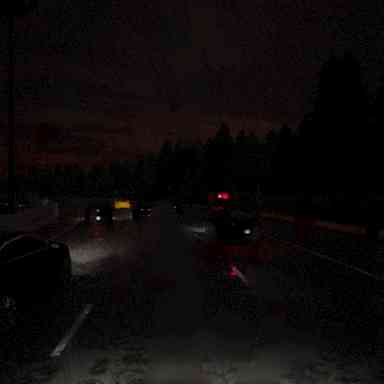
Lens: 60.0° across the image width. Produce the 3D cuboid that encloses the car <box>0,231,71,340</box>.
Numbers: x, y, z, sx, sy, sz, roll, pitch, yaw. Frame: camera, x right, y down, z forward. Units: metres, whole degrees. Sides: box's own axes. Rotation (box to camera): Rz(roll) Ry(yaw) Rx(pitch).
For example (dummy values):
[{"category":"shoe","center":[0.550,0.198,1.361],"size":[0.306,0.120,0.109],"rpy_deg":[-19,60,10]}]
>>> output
[{"category":"car","center":[-3.831,1.494,6.437],"size":[2.128,1.511,4.902],"rpy_deg":[0,0,-4]}]

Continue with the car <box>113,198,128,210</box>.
[{"category":"car","center":[-9.220,1.451,41.898],"size":[1.882,1.535,5.008],"rpy_deg":[0,0,-24]}]

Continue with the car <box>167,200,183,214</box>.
[{"category":"car","center":[-2.494,1.512,34.549],"size":[2.033,1.411,5.357],"rpy_deg":[0,0,-19]}]

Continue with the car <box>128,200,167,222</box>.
[{"category":"car","center":[-3.600,1.470,25.940],"size":[2.128,1.511,4.902],"rpy_deg":[0,0,-14]}]

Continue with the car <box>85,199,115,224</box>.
[{"category":"car","center":[-6.830,1.493,24.542],"size":[1.837,1.490,4.892],"rpy_deg":[0,0,-14]}]

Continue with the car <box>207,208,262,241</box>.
[{"category":"car","center":[2.012,1.501,16.469],"size":[1.812,1.442,4.674],"rpy_deg":[0,0,-9]}]
